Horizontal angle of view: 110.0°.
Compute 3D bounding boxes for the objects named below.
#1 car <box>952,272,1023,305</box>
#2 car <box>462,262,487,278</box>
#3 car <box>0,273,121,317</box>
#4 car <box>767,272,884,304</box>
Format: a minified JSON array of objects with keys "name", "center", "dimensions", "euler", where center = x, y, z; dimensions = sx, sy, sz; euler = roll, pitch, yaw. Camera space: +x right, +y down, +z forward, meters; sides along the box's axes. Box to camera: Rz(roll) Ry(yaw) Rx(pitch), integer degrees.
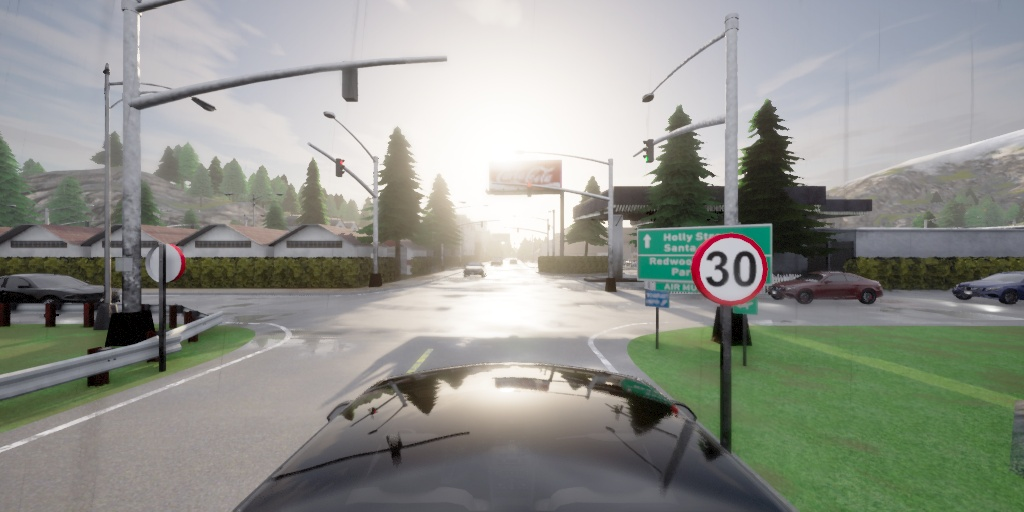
[{"name":"car","center":[23.931,1.467,16.947],"dimensions":[4.674,1.442,1.812],"euler":[0,0,1]},{"name":"car","center":[-3.474,1.295,34.129],"dimensions":[1.812,1.442,4.674],"euler":[1,-1,0]},{"name":"car","center":[-18.036,1.419,13.718],"dimensions":[5.008,1.535,1.882],"euler":[0,0,1]},{"name":"car","center":[14.797,1.467,17.039],"dimensions":[4.674,1.442,1.812],"euler":[0,0,0]}]
